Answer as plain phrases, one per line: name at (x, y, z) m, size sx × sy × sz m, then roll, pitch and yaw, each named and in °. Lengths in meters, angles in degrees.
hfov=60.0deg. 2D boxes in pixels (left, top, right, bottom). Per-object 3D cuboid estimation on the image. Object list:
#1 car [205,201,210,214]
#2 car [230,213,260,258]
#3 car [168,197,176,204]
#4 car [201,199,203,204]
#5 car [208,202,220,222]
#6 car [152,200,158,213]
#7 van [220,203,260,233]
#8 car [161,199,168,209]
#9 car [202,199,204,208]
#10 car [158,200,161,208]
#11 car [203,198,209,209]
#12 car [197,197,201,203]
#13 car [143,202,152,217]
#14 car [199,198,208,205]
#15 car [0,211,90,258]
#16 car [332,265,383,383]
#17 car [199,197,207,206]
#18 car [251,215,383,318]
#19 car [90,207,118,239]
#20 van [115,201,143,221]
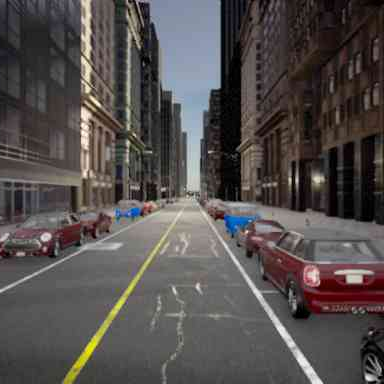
car at (2.763, 1.930, 35.597) m, size 1.887 × 1.381 × 4.507 m, roll 0°, pitch -1°, yaw 0°
car at (2.761, 1.725, 13.191) m, size 1.802 × 1.307 × 4.206 m, roll 0°, pitch -1°, yaw 0°
car at (-5.759, 2.479, 86.005) m, size 1.887 × 1.381 × 4.507 m, roll 0°, pitch -1°, yaw 0°
car at (2.764, 2.149, 52.401) m, size 1.802 × 1.307 × 4.206 m, roll 0°, pitch -1°, yaw 0°
car at (2.762, 1.869, 29.995) m, size 1.887 × 1.381 × 4.507 m, roll 0°, pitch -1°, yaw 0°
car at (-5.762, 1.991, 41.190) m, size 1.887 × 1.381 × 4.507 m, roll 0°, pitch -1°, yaw 0°
van at (2.761, 1.545, 18.794) m, size 1.690 × 1.788 × 3.998 m, roll 0°, pitch -1°, yaw 0°
car at (-5.761, 2.068, 57.998) m, size 1.967 × 1.590 × 4.097 m, roll 0°, pitch -1°, yaw 0°
car at (2.764, 2.033, 46.970) m, size 1.752 × 1.417 × 4.829 m, roll 0°, pitch -1°, yaw 0°
car at (-5.762, 2.031, 46.623) m, size 1.752 × 1.417 × 4.829 m, roll 0°, pitch -1°, yaw 0°
car at (2.763, 1.886, 41.200) m, size 1.967 × 1.590 × 4.097 m, roll 0°, pitch -1°, yaw 0°
car at (2.765, 2.125, 74.810) m, size 2.192 × 1.841 × 5.009 m, roll 0°, pitch -1°, yaw 0°
car at (-5.762, 1.931, 35.589) m, size 1.887 × 1.381 × 4.507 m, roll 0°, pitch -1°, yaw 0°
car at (2.766, 2.312, 80.410) m, size 1.967 × 1.590 × 4.097 m, roll 0°, pitch -1°, yaw 0°
car at (-5.765, 1.584, 13.183) m, size 1.967 × 1.590 × 4.097 m, roll 0°, pitch -1°, yaw 0°
car at (2.760, 1.588, 1.988) m, size 1.947 × 1.339 × 4.313 m, roll 0°, pitch -1°, yaw 0°
car at (2.765, 2.233, 63.604) m, size 1.887 × 1.381 × 4.507 m, roll 0°, pitch -1°, yaw 0°
car at (2.760, 1.523, 7.591) m, size 1.967 × 1.590 × 4.097 m, roll 0°, pitch -1°, yaw 0°
car at (-5.764, 1.749, 18.783) m, size 1.887 × 1.381 × 4.507 m, roll 0°, pitch -1°, yaw 0°
van at (-5.764, 1.667, 29.990) m, size 1.690 × 1.788 × 3.998 m, roll 0°, pitch -1°, yaw 0°
